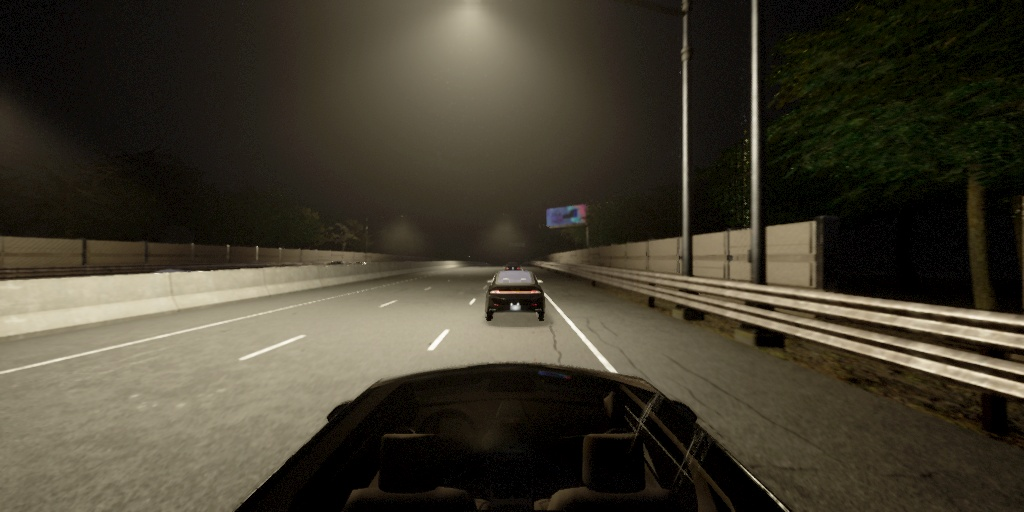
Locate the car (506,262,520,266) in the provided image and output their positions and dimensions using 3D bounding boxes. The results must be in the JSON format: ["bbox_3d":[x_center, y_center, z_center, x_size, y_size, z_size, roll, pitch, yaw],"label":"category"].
[{"bbox_3d":[0.107,1.426,41.764,2.033,1.411,5.357,0,0,0],"label":"car"}]

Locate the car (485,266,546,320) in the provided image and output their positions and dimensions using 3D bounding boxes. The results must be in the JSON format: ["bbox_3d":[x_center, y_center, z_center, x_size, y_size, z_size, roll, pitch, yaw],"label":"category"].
[{"bbox_3d":[0.102,1.260,12.622,2.128,1.511,4.902,0,0,0],"label":"car"}]

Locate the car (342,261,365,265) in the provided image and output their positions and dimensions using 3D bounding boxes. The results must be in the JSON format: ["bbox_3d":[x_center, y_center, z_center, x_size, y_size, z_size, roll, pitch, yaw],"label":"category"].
[{"bbox_3d":[-21.067,1.499,49.274,1.994,1.385,4.181,0,0,0],"label":"car"}]

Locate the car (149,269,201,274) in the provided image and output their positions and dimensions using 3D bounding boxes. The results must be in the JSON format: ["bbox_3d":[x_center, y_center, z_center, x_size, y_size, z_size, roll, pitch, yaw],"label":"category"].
[{"bbox_3d":[-17.595,1.349,18.581,1.994,1.385,4.181,0,0,0],"label":"car"}]

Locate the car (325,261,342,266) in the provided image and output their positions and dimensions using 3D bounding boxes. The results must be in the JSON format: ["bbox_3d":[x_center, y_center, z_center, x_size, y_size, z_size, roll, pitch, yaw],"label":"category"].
[{"bbox_3d":[-24.561,1.440,50.706,2.128,1.511,4.902,0,-1,0],"label":"car"}]
